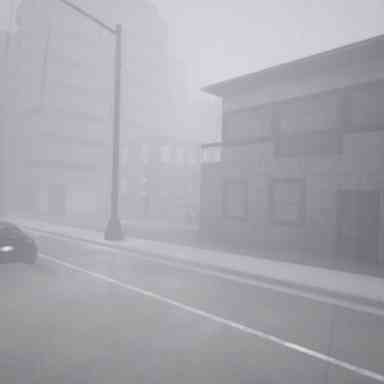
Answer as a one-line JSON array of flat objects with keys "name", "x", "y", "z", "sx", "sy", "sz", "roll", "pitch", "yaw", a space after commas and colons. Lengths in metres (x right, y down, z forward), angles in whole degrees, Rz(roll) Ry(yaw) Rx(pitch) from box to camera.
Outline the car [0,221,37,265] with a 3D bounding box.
[{"name": "car", "x": -6.929, "y": 1.687, "z": 11.427, "sx": 1.994, "sy": 1.385, "sz": 4.181, "roll": 1, "pitch": -1, "yaw": -44}]

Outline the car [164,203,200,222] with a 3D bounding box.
[{"name": "car", "x": -0.440, "y": 1.598, "z": 26.904, "sx": 1.970, "sy": 1.475, "sz": 3.806, "roll": 1, "pitch": -1, "yaw": -44}]
